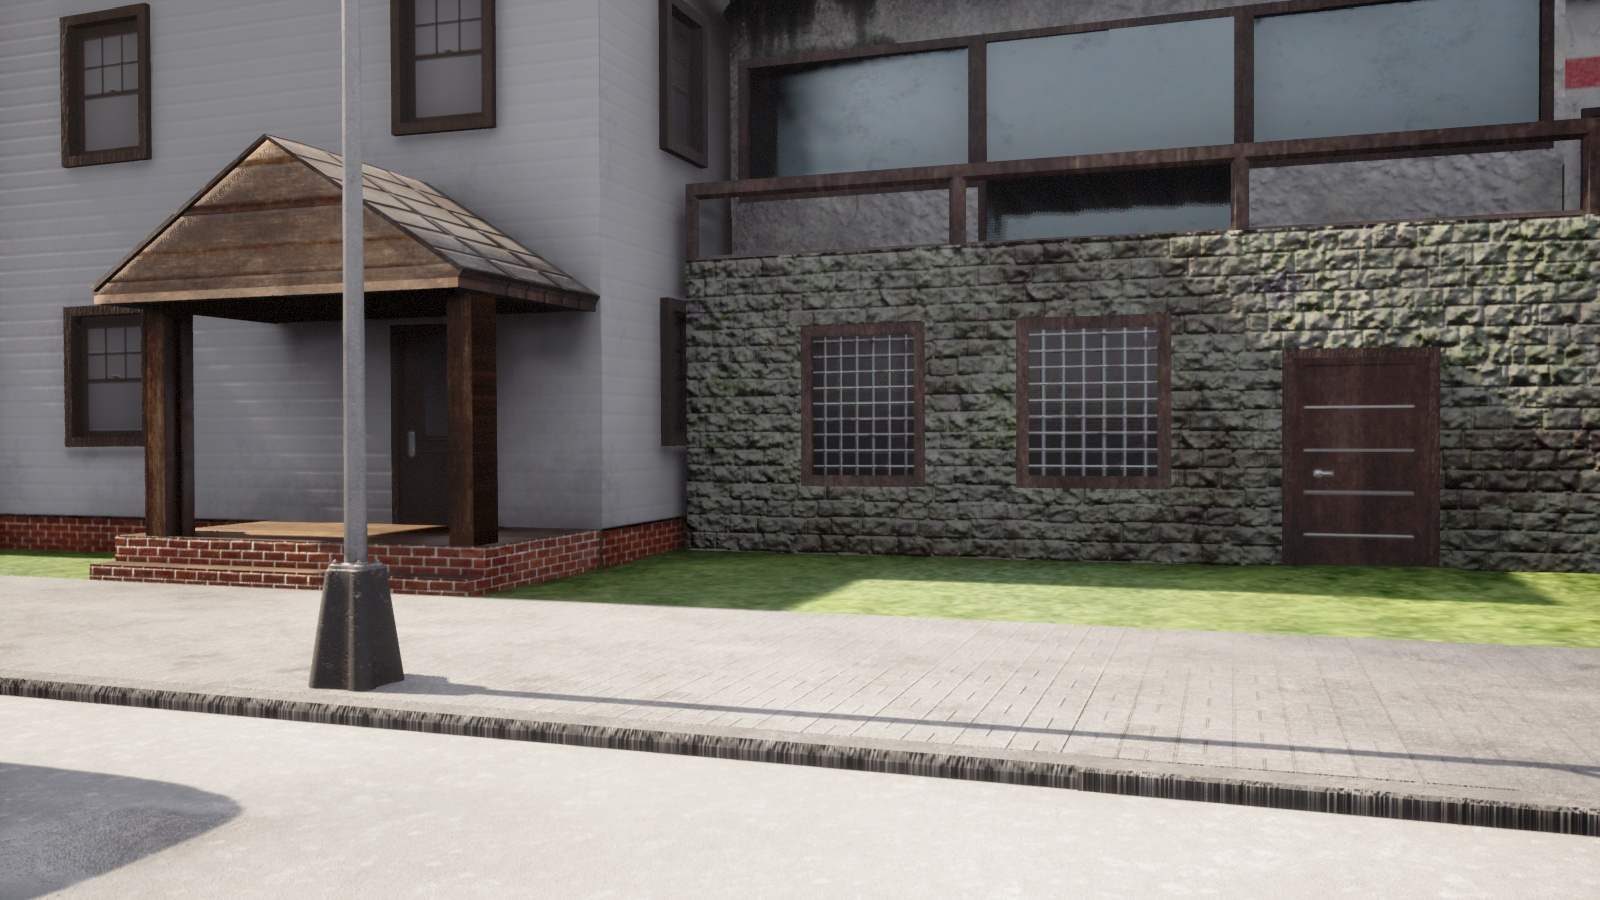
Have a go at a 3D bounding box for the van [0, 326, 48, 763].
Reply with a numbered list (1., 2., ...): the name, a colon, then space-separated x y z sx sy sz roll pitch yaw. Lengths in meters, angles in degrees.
1. van: -6.109 0.434 5.841 4.480 2.038 2.069 1 1 19
